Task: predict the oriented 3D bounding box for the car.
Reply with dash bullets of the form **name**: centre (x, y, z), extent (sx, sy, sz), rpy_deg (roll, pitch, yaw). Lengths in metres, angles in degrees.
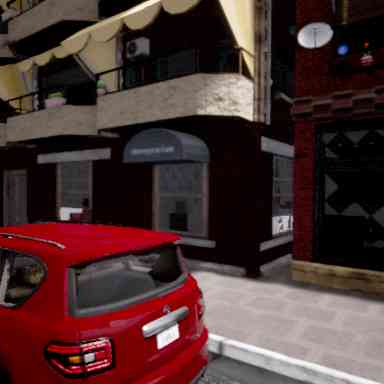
- **car**: centre (-2.150, 1.312, 4.237), extent (5.009, 1.841, 2.192), rpy_deg (0, 1, 35)
